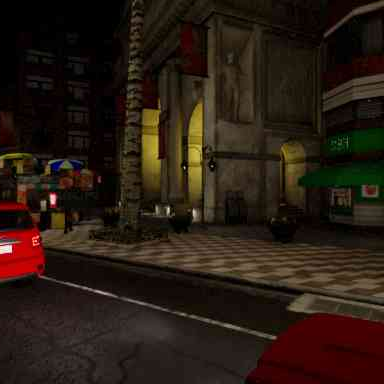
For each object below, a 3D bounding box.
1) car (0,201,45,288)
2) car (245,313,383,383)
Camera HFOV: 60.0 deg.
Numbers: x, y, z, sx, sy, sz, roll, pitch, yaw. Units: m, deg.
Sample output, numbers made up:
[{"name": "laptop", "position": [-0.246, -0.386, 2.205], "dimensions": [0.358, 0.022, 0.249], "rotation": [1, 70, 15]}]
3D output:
[{"name": "car", "position": [-5.856, 1.221, 8.059], "dimensions": [5.566, 2.045, 2.150], "rotation": [0, 0, 36]}, {"name": "car", "position": [2.648, 1.601, 1.948], "dimensions": [4.718, 1.301, 1.895], "rotation": [0, 0, 37]}]
